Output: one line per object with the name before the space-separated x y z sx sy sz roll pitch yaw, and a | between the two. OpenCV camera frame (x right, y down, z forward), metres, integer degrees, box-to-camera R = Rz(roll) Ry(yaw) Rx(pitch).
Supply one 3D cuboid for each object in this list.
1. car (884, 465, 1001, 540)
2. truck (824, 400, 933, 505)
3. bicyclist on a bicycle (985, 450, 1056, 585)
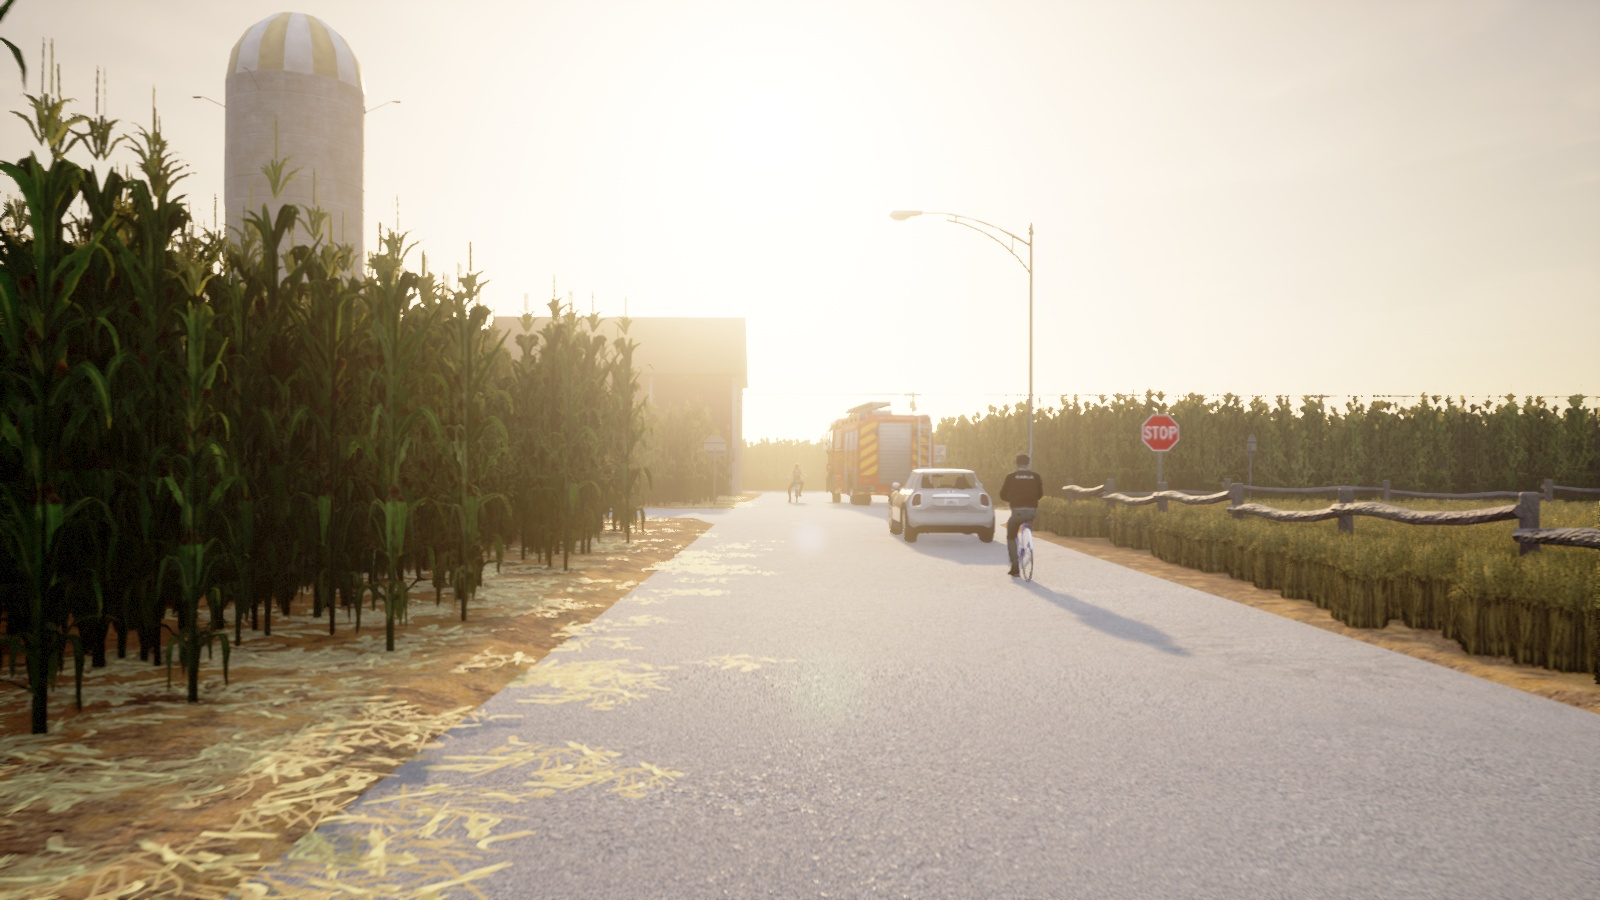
car | 2.974 1.069 26.981 1.970 1.475 3.806 0 0 -2
truck | 2.960 0.193 50.009 2.891 3.827 8.468 0 -1 -6
bicyclist on a bicycle | 3.055 0.901 17.532 0.659 1.776 1.843 0 0 0
